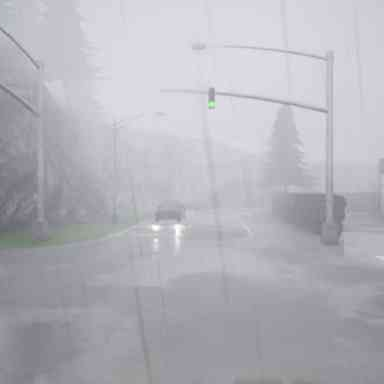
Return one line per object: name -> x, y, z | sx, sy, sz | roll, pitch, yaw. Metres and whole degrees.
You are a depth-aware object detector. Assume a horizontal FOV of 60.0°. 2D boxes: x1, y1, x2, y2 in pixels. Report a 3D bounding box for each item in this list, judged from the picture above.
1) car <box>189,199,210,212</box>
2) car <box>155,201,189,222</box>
car -> 0.404, 1.500, 38.594 | 1.994, 1.385, 4.181 | 0, 0, 30
car -> -1.617, 1.435, 26.103 | 1.882, 1.535, 5.008 | 0, 0, 4
